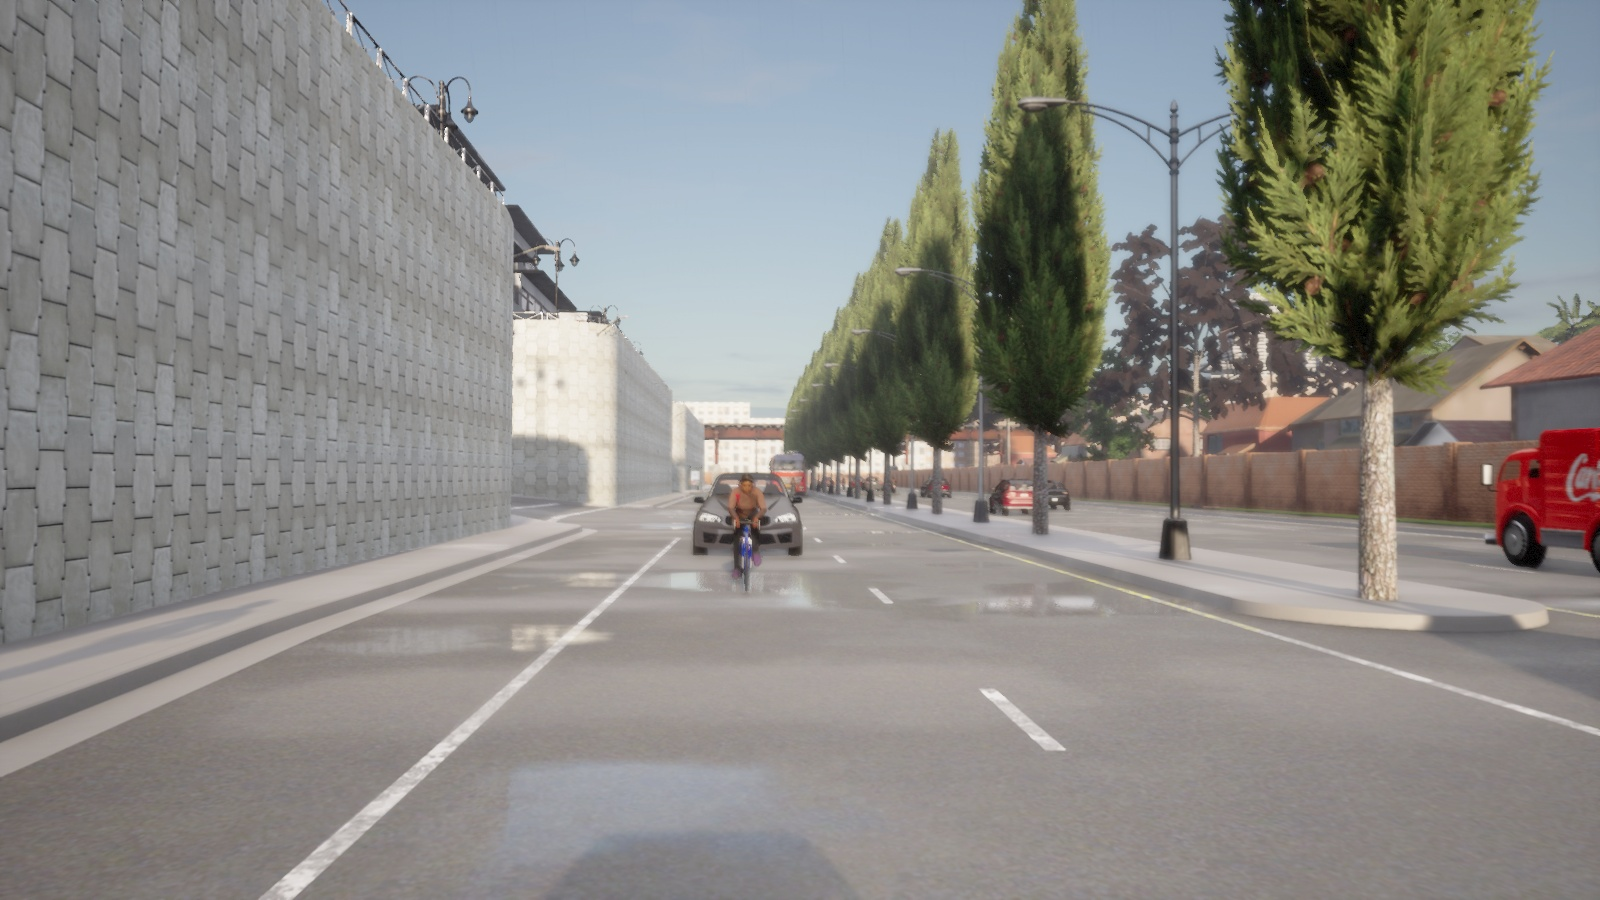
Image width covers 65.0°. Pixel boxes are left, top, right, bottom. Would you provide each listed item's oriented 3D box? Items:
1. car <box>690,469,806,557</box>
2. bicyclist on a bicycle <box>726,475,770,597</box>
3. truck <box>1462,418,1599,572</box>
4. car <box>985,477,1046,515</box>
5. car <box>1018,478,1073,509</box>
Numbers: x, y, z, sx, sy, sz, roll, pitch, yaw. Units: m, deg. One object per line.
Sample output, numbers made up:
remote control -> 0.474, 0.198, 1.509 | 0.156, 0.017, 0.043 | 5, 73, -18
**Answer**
car -> -1.083, 1.250, 26.485 | 2.242, 1.667, 4.611 | 0, -1, -2
bicyclist on a bicycle -> -0.745, 1.167, 17.692 | 0.582, 1.620, 1.656 | 0, -1, -3
truck -> 14.132, 0.751, 21.536 | 2.627, 2.467, 5.204 | 0, -1, -2
car -> 9.248, 1.952, 54.171 | 1.789, 1.549, 3.705 | 0, -1, -3
car -> 12.349, 2.178, 63.422 | 1.816, 1.474, 4.193 | 0, -1, -2
